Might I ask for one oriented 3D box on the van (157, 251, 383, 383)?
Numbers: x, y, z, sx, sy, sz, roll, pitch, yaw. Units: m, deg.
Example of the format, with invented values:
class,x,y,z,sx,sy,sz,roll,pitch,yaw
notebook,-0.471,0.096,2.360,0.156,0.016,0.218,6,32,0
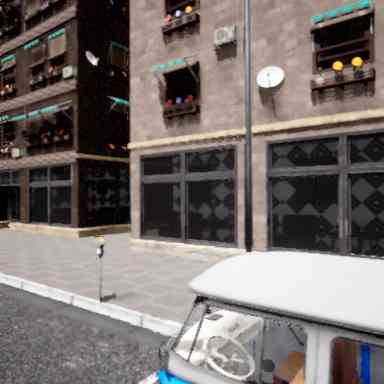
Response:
class,x,y,z,sx,sy,sz,roll,pitch,yaw
van,1.575,1.349,1.724,3.998,1.788,1.690,-1,-1,36
